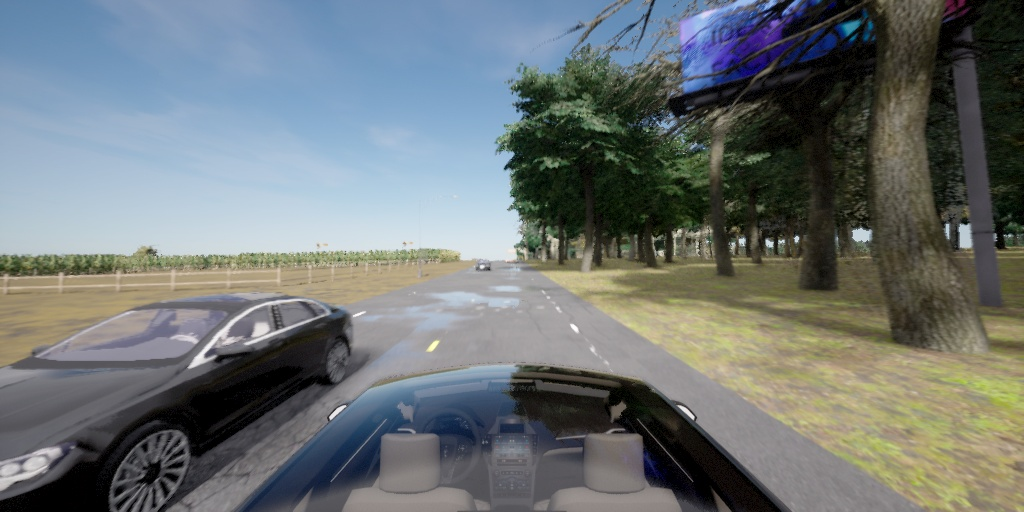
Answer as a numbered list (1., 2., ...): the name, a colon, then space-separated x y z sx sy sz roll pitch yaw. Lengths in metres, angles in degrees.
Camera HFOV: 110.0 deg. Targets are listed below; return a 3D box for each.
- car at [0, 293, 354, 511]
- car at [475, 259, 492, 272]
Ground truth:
1. car: -3.599 1.243 4.180 2.128 1.511 4.902 0 0 0
2. car: -3.578 1.154 45.726 2.128 1.511 4.902 0 0 0
